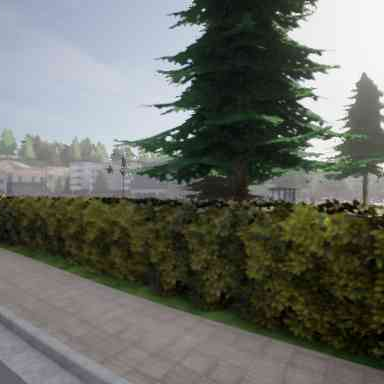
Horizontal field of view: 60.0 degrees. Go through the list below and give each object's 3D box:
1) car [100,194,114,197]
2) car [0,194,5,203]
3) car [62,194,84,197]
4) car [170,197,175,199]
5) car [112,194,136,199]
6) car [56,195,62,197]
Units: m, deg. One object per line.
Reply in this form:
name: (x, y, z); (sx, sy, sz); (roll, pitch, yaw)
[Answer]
car: (-16.196, 1.306, 69.445); (1.932, 1.855, 4.605); (0, 0, 44)
car: (-42.109, 1.301, 69.818); (1.932, 1.855, 4.605); (0, 0, 44)
car: (-27.741, 1.392, 80.094); (2.152, 1.636, 5.027); (0, 0, 44)
car: (-2.968, 1.546, 56.392); (1.845, 1.501, 3.633); (0, 0, 44)
car: (-10.277, 1.545, 53.149); (1.970, 1.475, 3.806); (0, 0, 44)
car: (-32.568, 1.482, 84.335); (1.970, 1.475, 3.806); (0, 0, 44)
